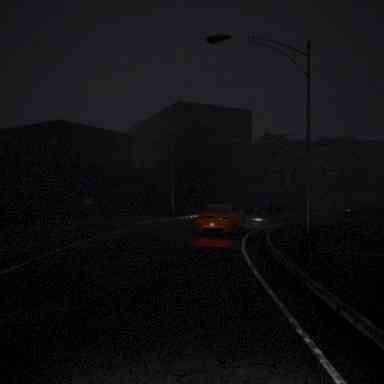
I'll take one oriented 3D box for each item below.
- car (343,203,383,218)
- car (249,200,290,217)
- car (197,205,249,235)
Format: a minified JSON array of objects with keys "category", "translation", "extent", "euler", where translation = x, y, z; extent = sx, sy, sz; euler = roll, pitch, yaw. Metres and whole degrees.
[{"category":"car","translation":[16.746,1.755,32.069],"extent":[4.181,1.385,1.994],"euler":[1,0,-16]},{"category":"car","translation":[7.189,1.496,31.601],"extent":[5.008,1.535,1.882],"euler":[1,0,-34]},{"category":"car","translation":[1.731,1.452,18.659],"extent":[1.882,1.535,5.008],"euler":[0,0,17]}]
